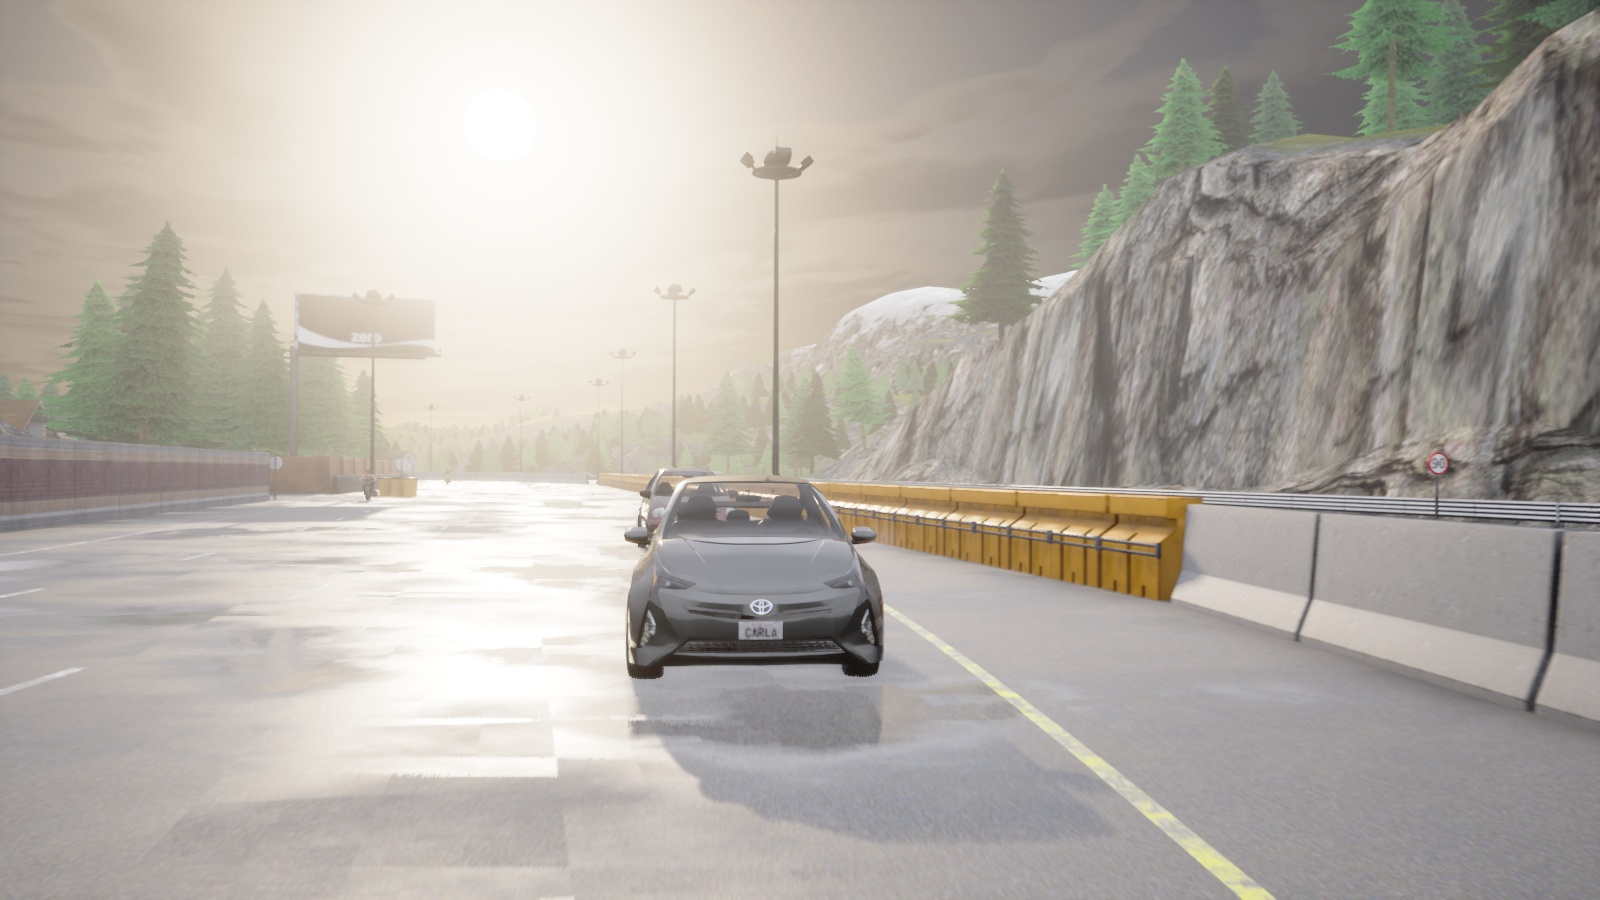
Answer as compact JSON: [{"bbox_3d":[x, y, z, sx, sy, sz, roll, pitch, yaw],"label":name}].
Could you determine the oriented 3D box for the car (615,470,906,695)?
[{"bbox_3d":[-0.472,0.947,10.929,2.007,1.525,4.514,0,-1,-5],"label":"car"}]

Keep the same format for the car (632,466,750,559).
[{"bbox_3d":[-2.170,1.125,24.037,1.851,1.617,3.988,0,-1,-11],"label":"car"}]
